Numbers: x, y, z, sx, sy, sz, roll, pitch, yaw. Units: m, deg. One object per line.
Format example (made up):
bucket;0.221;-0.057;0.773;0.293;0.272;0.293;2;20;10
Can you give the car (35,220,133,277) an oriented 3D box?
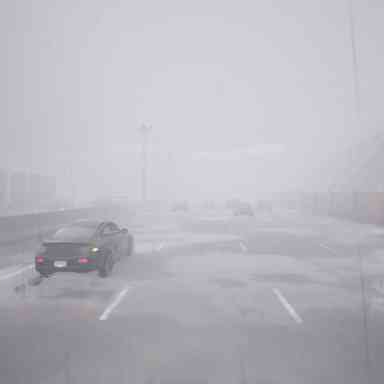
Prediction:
car;-3.103;1.582;10.333;1.812;1.442;4.674;0;0;2

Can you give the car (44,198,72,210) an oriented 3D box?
car;-18.852;1.743;46.578;2.128;1.511;4.902;0;0;3

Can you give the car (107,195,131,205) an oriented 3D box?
car;-11.448;1.517;53.648;2.150;2.045;5.566;0;-1;3

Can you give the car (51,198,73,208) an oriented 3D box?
car;-21.761;1.828;55.887;1.812;1.442;4.674;0;1;3

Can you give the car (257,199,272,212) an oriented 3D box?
car;9.214;1.747;43.293;1.837;1.490;4.892;0;0;3

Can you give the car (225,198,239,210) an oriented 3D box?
car;5.986;1.620;48.199;2.097;1.767;4.553;0;0;2

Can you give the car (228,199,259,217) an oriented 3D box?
car;5.095;1.735;33.642;2.033;1.411;5.357;0;0;3

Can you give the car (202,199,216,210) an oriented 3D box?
car;2.436;1.788;47.393;1.812;1.442;4.674;0;0;3

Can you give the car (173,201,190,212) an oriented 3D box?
car;-1.302;1.841;43.406;1.895;1.301;4.718;0;0;4

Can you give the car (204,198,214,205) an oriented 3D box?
car;3.308;1.970;66.659;1.895;1.301;4.718;0;0;2

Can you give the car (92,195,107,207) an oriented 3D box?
car;-14.862;1.525;55.418;2.150;2.045;5.566;0;-1;3
